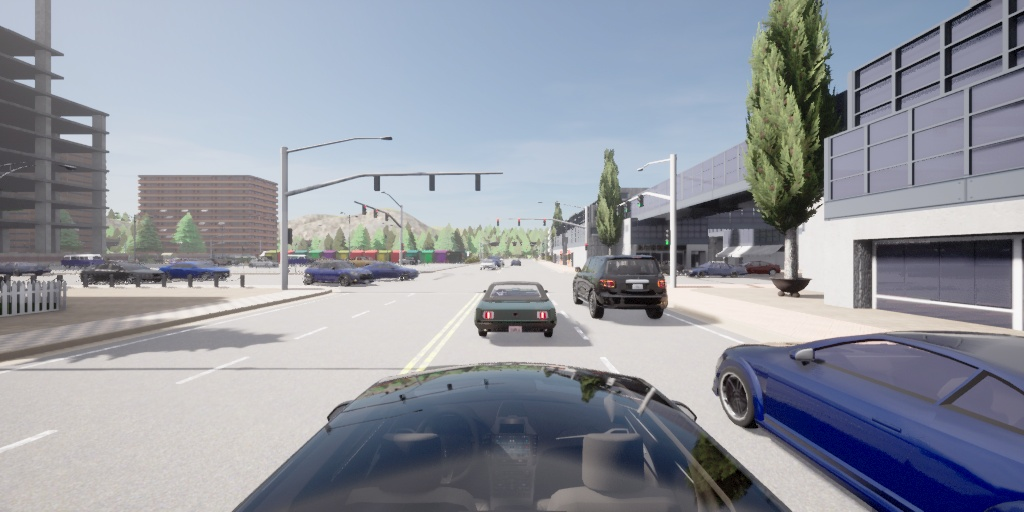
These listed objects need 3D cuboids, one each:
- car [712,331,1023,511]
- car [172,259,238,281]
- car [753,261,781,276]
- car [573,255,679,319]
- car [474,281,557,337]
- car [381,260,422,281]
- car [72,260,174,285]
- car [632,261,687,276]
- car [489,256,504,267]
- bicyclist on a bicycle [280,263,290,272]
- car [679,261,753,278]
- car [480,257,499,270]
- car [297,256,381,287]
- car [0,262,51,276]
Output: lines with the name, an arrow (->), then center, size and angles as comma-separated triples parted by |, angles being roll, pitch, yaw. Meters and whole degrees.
car -> 3.606, 1.314, 2.996 | 1.994, 1.385, 4.181 | 0, 0, 0
car -> -25.524, 1.227, 28.891 | 5.008, 1.535, 1.882 | 0, 0, 0
car -> 24.496, 1.228, 36.576 | 5.008, 1.535, 1.882 | 0, 0, 1
car -> 3.625, 0.971, 12.961 | 2.150, 2.045, 5.566 | 0, 0, 1
car -> 0.105, 1.351, 10.236 | 1.895, 1.301, 4.718 | 0, 0, 1
car -> -9.940, 1.275, 28.950 | 4.674, 1.442, 1.812 | 0, 0, -1
car -> -27.442, 1.254, 25.396 | 4.892, 1.490, 1.837 | 0, 0, 0
car -> 15.010, 1.255, 36.663 | 4.892, 1.490, 1.837 | 0, 0, 1
car -> -3.157, 0.968, 61.342 | 2.150, 2.045, 5.566 | 0, 0, 2
bicyclist on a bicycle -> -25.259, 1.052, 39.874 | 0.582, 1.620, 1.656 | 0, 0, 0
car -> 18.698, 1.297, 33.130 | 5.357, 1.411, 2.033 | 0, 0, 1
car -> -3.430, 1.276, 51.503 | 1.812, 1.442, 4.674 | 0, 0, 3
car -> -11.620, 1.101, 24.157 | 4.553, 1.767, 2.097 | 0, 0, 18
car -> -49.996, 1.297, 36.100 | 5.357, 1.411, 2.033 | 0, 0, 1
